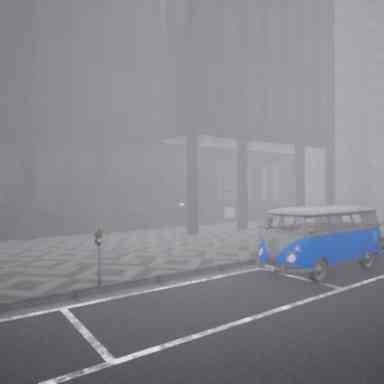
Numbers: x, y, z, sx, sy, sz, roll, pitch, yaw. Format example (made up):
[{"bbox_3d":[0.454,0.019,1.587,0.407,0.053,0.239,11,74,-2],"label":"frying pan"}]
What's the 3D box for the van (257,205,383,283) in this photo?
[{"bbox_3d":[3.574,1.289,9.200,3.998,1.788,1.690,0,0,-35],"label":"van"}]
